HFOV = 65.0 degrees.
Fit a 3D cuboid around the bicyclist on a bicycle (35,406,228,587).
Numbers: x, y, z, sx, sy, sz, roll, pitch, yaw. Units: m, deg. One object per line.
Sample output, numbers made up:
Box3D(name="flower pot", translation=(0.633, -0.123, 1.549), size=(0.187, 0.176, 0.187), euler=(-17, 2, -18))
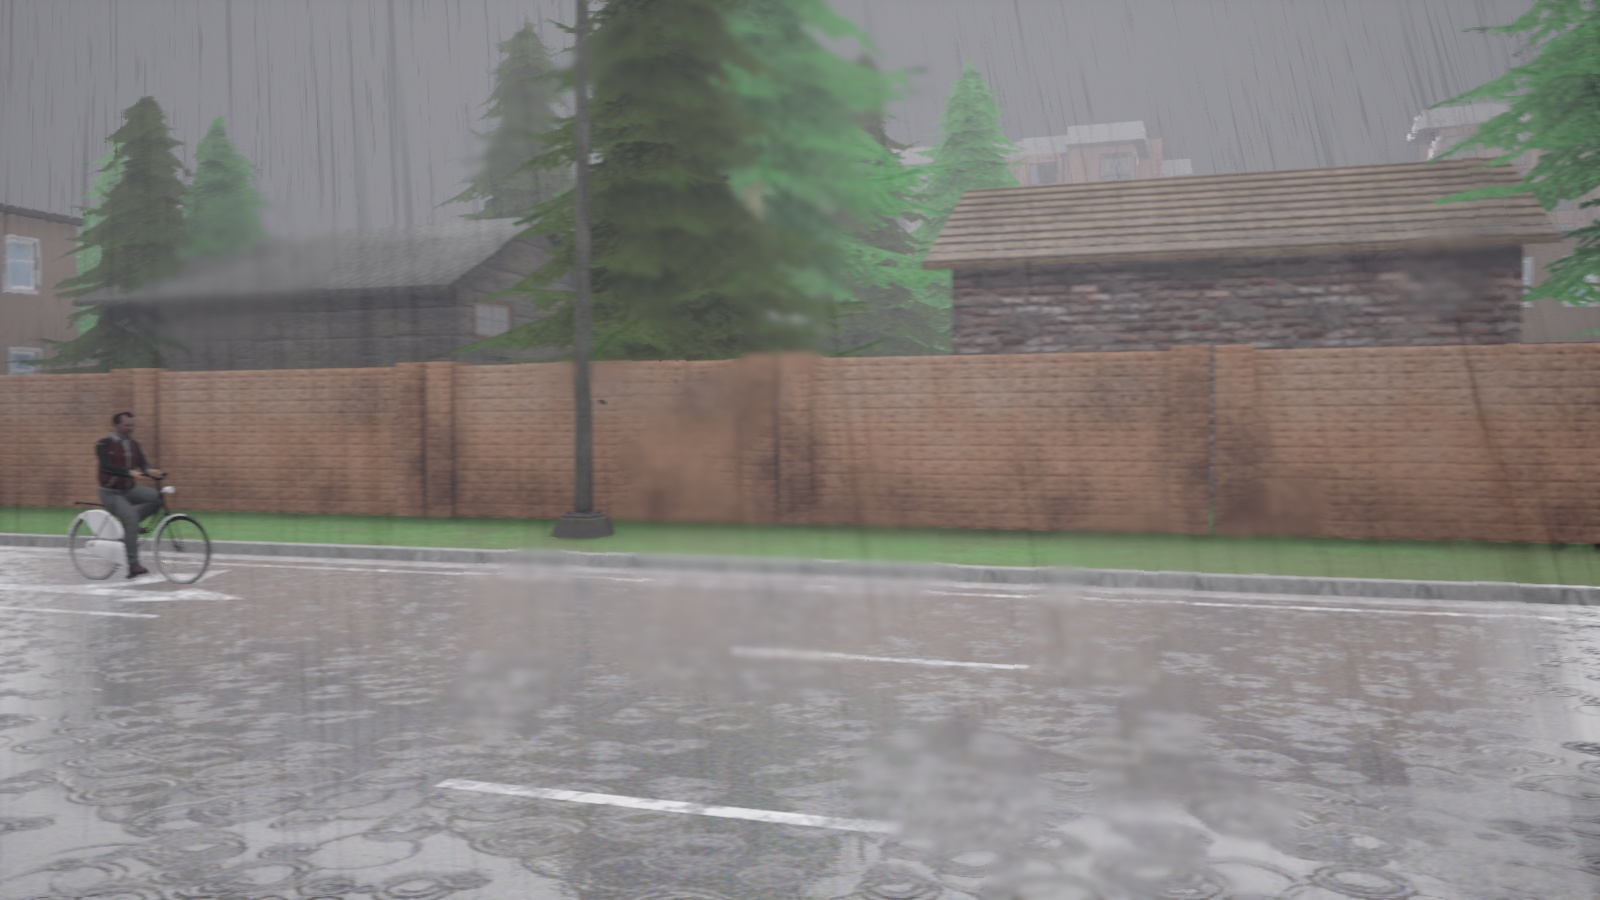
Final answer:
Box3D(name="bicyclist on a bicycle", translation=(-6.857, 0.441, 12.881), size=(1.843, 1.776, 0.659), euler=(1, 1, 19))
